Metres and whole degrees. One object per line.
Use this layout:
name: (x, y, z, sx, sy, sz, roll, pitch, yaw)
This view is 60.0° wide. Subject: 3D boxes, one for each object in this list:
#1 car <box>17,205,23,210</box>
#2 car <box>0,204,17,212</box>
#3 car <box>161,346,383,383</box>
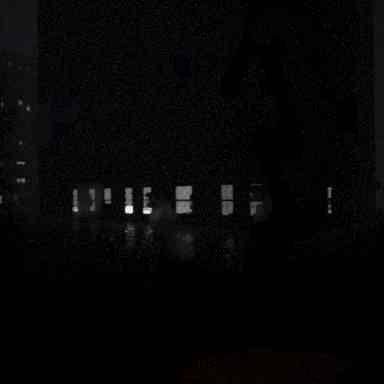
car: (-29.495, 2.231, 52.818, 1.752, 1.417, 4.829, -2, -2, 35)
car: (-25.832, 1.945, 43.567, 1.967, 1.590, 4.097, -2, -2, 35)
car: (1.751, 1.523, 1.636, 4.829, 1.417, 1.752, 0, -1, 35)
